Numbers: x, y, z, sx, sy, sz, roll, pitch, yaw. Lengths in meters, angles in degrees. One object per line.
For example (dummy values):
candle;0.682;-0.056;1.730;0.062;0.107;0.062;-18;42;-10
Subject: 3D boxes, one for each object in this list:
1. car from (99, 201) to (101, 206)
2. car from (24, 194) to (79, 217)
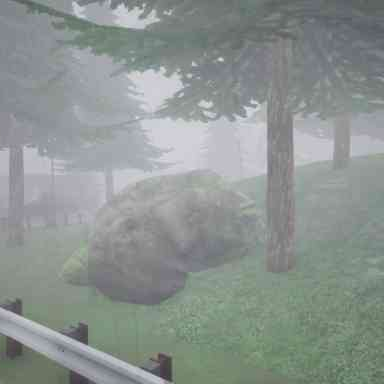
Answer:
car;-16.435;1.565;52.966;4.181;1.385;1.994;0;0;37
car;-12.271;1.206;28.083;2.150;2.045;5.566;0;0;36
